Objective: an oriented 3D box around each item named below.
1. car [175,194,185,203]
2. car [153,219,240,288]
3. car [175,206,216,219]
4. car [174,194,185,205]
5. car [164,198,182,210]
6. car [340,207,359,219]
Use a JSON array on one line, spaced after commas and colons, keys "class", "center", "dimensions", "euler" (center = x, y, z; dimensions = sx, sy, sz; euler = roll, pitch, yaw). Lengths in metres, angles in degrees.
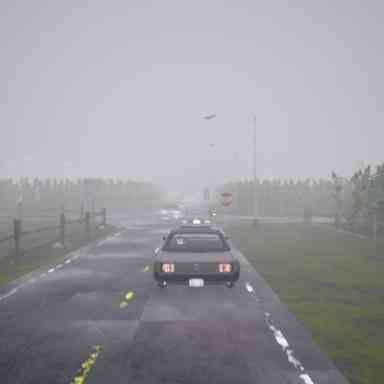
[{"class": "car", "center": [-2.800, 1.457, 80.475], "dimensions": [2.150, 2.045, 5.566], "euler": [0, 0, 0]}, {"class": "car", "center": [0.099, 1.658, 9.327], "dimensions": [1.895, 1.301, 4.718], "euler": [0, 0, 0]}, {"class": "car", "center": [0.434, 1.668, 20.435], "dimensions": [2.033, 1.411, 5.357], "euler": [0, 0, 5]}, {"class": "car", "center": [-2.803, 1.705, 65.557], "dimensions": [2.097, 1.767, 4.553], "euler": [0, 0, 0]}, {"class": "car", "center": [-2.869, 1.862, 46.916], "dimensions": [1.895, 1.301, 4.718], "euler": [0, 0, 0]}, {"class": "car", "center": [16.325, 1.877, 31.627], "dimensions": [4.181, 1.385, 1.994], "euler": [0, -1, 0]}]
